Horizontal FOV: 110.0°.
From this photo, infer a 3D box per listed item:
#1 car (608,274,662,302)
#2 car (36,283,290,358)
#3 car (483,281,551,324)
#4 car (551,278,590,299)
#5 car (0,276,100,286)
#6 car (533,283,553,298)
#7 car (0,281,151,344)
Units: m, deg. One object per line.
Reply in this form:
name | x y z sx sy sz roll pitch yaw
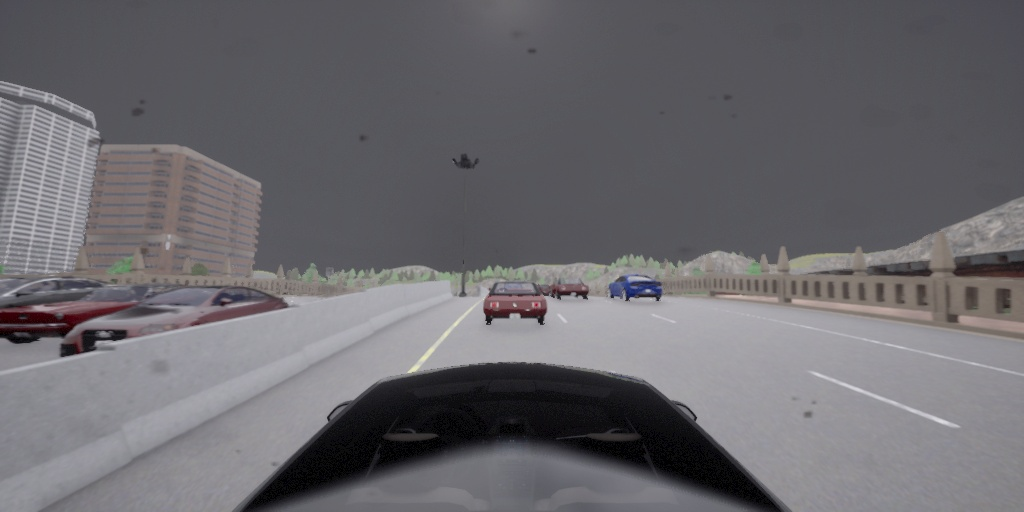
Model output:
car | 7.087 1.835 21.135 1.882 1.535 5.008 0 -4 0
car | -7.102 1.373 8.226 1.994 1.385 4.181 0 -1 0
car | 0.092 1.518 12.570 1.895 1.301 4.718 0 -2 0
car | 3.586 2.103 23.107 1.895 1.301 4.718 0 -4 0
car | -14.103 1.342 10.408 2.128 1.511 4.902 0 -1 0
car | 3.574 4.124 41.903 1.882 1.535 5.008 0 -8 0
car | -10.604 1.442 9.974 1.895 1.301 4.718 0 -1 0
